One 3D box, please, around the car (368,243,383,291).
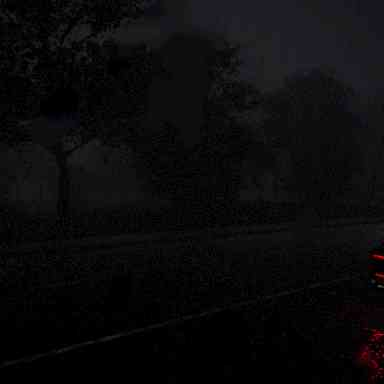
[{"bbox_3d":[6.004,1.500,7.645,4.892,1.490,1.837,0,0,-33],"label":"car"}]
